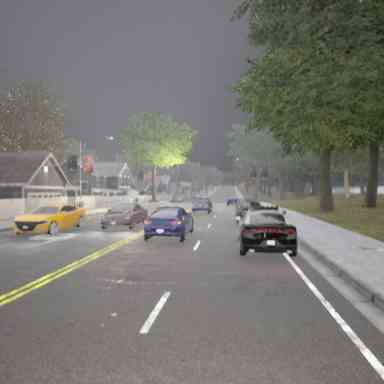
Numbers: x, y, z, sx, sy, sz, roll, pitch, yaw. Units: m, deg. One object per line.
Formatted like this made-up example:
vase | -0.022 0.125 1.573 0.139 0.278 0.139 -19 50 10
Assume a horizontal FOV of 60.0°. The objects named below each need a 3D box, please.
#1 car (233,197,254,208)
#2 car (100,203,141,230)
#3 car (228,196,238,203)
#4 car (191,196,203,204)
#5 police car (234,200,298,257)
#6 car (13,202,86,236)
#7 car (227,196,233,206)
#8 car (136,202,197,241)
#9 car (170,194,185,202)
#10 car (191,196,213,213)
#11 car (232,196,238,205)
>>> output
car | 3.924 1.354 22.690 1.837 1.490 4.892 0 0 7
car | -3.987 1.396 20.226 1.812 1.442 4.674 0 0 7
car | 8.155 1.531 66.354 1.895 1.301 4.718 0 0 7
car | 0.929 1.404 61.183 1.812 1.442 4.674 0 0 7
police car | 2.751 1.346 12.869 1.930 1.638 5.238 0 0 7
car | -7.529 1.366 18.078 1.882 1.535 5.008 0 0 7
car | 6.171 1.292 49.456 1.882 1.535 5.008 0 0 7
car | -1.029 1.426 16.005 1.812 1.442 4.674 0 0 7
car | -2.614 1.211 58.994 2.097 1.767 4.553 0 -1 7
car | 1.069 1.349 33.564 2.033 1.411 5.357 0 0 7
car | 4.635 1.322 28.649 1.837 1.490 4.892 0 0 7
